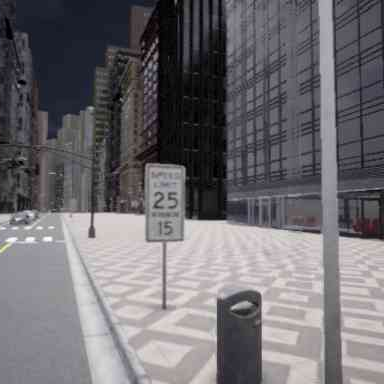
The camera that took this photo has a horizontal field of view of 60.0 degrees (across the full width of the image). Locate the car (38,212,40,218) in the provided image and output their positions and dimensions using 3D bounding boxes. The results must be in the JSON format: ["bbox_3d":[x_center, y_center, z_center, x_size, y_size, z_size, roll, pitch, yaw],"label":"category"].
[{"bbox_3d":[-27.979,3.883,58.509,1.837,1.490,4.892,2,-3,-21],"label":"car"}]

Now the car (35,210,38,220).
[{"bbox_3d":[-24.211,3.488,48.950,1.812,1.442,4.674,2,-3,-21],"label":"car"}]

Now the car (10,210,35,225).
[{"bbox_3d":[-20.552,3.068,39.841,2.128,1.511,4.902,2,-3,-22],"label":"car"}]
